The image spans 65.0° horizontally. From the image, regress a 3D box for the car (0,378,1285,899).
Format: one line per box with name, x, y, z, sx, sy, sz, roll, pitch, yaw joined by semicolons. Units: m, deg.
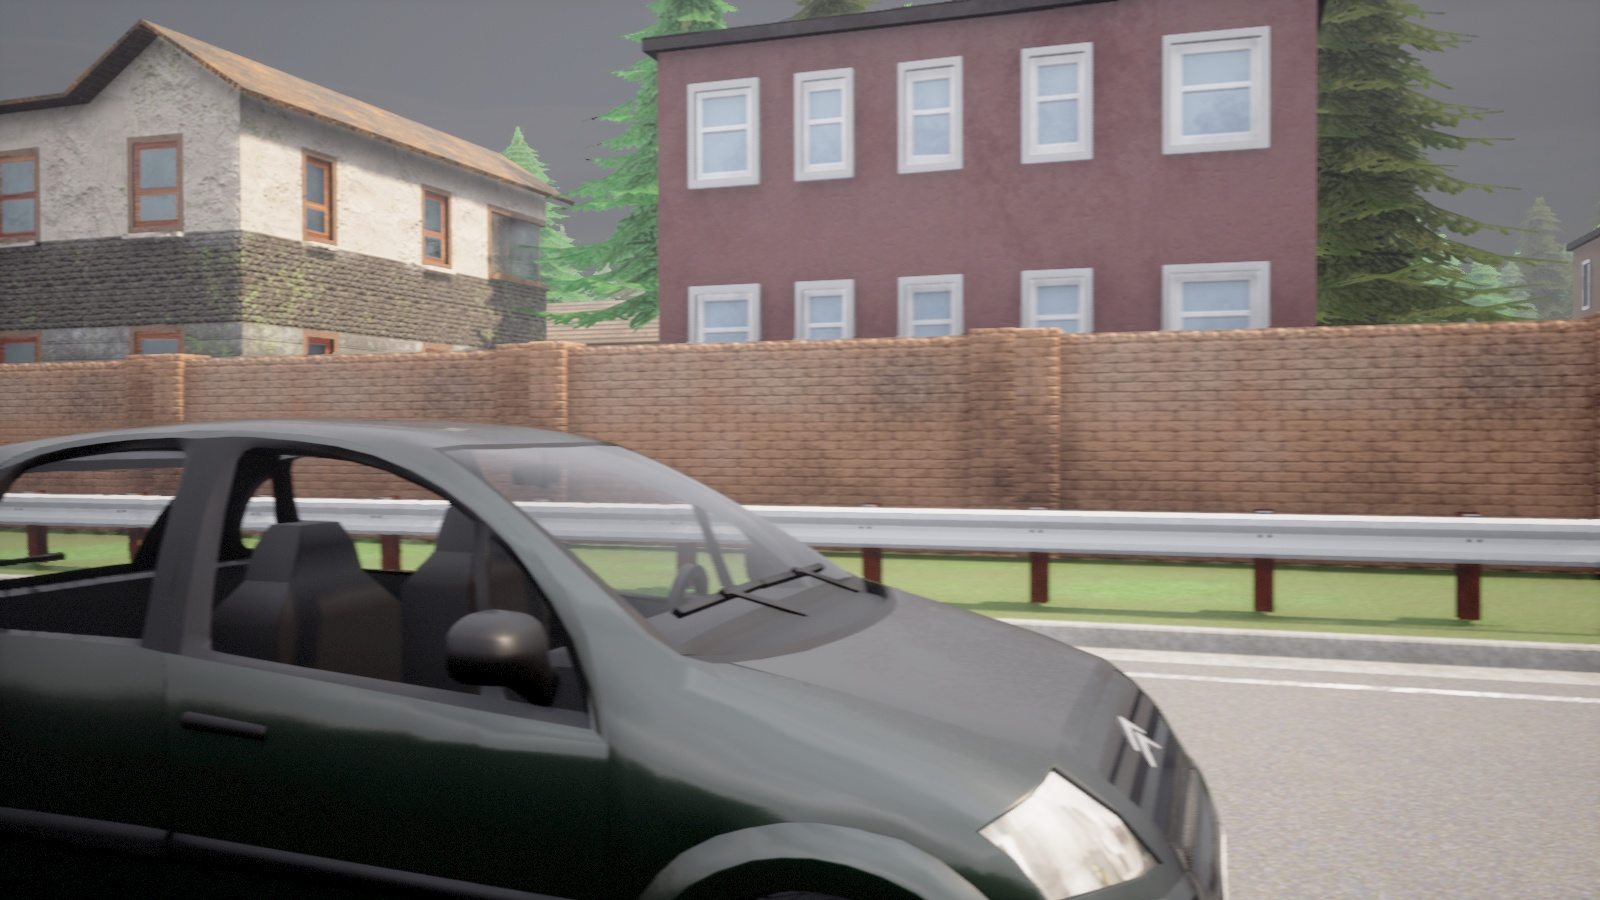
car;-0.845;0.666;3.476;3.988;1.617;1.851;1;1;19
